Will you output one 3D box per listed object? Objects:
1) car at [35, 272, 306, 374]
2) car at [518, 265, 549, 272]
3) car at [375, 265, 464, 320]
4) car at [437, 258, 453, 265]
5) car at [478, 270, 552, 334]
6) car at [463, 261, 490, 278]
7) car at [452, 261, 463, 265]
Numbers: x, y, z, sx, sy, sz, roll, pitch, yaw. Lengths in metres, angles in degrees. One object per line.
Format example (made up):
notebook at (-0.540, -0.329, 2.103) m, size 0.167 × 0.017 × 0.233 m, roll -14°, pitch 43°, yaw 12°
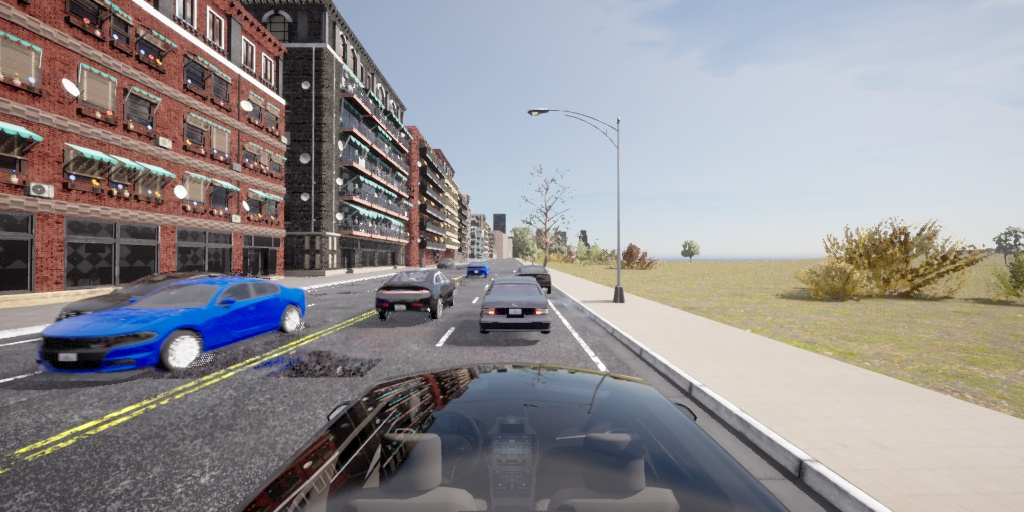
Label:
car at (-6.608, 1.228, 7.825) m, size 1.882 × 1.535 × 5.008 m, roll 0°, pitch 0°, yaw 0°
car at (1.112, 1.230, 20.371) m, size 1.882 × 1.535 × 5.008 m, roll 0°, pitch 0°, yaw 0°
car at (-3.166, 1.242, 12.573) m, size 2.128 × 1.511 × 4.902 m, roll 0°, pitch 0°, yaw 0°
car at (-9.908, 1.102, 53.820) m, size 2.097 × 1.767 × 4.553 m, roll 0°, pitch 0°, yaw 0°
car at (0.091, 1.299, 10.607) m, size 2.033 × 1.411 × 5.357 m, roll 0°, pitch 0°, yaw 0°
car at (-3.192, 1.229, 34.486) m, size 1.882 × 1.535 × 5.008 m, roll 0°, pitch 0°, yaw 0°
car at (-6.660, 1.351, 49.961) m, size 1.895 × 1.301 × 4.718 m, roll 0°, pitch 0°, yaw 0°
